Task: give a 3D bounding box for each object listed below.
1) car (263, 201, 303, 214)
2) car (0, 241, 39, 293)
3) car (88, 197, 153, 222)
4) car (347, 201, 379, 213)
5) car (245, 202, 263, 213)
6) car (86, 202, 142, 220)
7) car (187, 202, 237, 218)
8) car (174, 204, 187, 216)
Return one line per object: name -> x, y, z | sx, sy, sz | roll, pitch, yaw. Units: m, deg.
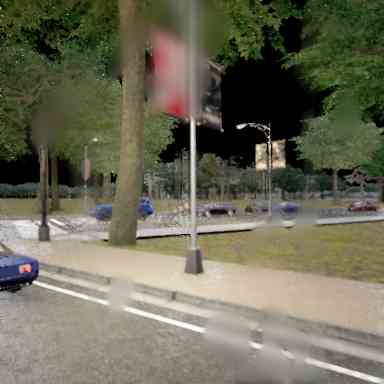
car -> 11.253, 1.872, 39.881 | 4.674, 1.442, 1.812 | 0, 0, -31
car -> -5.670, 1.655, 7.760 | 4.718, 1.301, 1.895 | 0, 0, 36
car -> -6.175, 1.489, 29.420 | 5.566, 2.045, 2.150 | 0, 0, -31
car -> 21.648, 1.900, 42.111 | 4.674, 1.442, 1.812 | 1, -1, -31
car -> 8.720, 1.923, 42.151 | 4.181, 1.385, 1.994 | 0, 0, -31
car -> -7.588, 1.778, 32.358 | 4.902, 1.511, 2.128 | 0, 0, -31
car -> 2.400, 1.795, 34.569 | 4.902, 1.511, 2.128 | 0, 0, -31
car -> 0.239, 1.845, 37.058 | 4.674, 1.442, 1.812 | 0, 0, -31
